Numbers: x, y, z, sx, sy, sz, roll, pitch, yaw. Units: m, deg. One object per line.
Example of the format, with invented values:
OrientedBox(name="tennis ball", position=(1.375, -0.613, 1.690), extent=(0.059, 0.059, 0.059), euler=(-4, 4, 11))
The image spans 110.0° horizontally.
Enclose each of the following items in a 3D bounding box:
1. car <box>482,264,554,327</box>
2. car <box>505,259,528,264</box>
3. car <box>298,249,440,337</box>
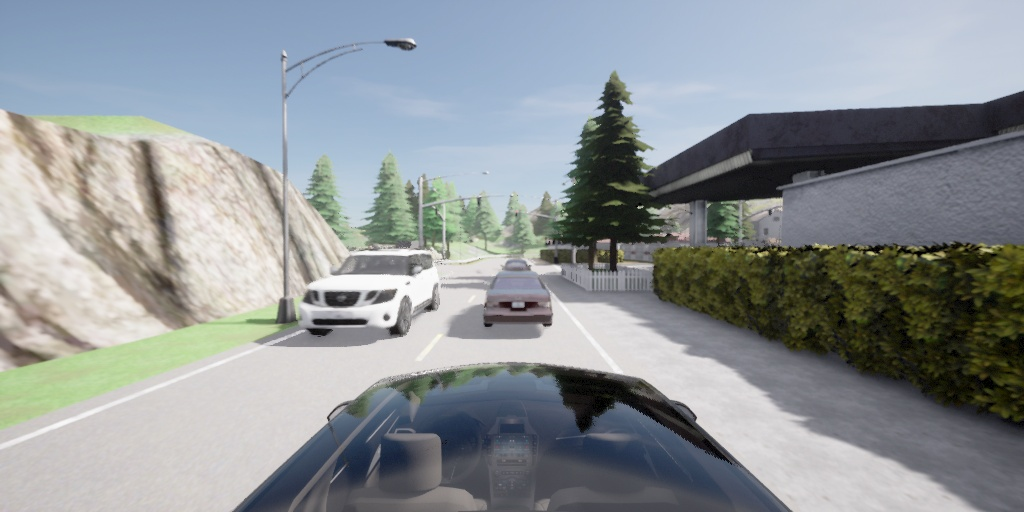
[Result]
OrientedBox(name="car", position=(0.162, 1.136, 10.846), extent=(2.033, 1.411, 5.357), euler=(0, 1, 0))
OrientedBox(name="car", position=(0.247, 0.925, 21.636), extent=(1.812, 1.442, 4.674), euler=(0, 1, 0))
OrientedBox(name="car", position=(-3.539, 0.822, 10.139), extent=(2.150, 2.045, 5.566), euler=(0, 1, 0))
